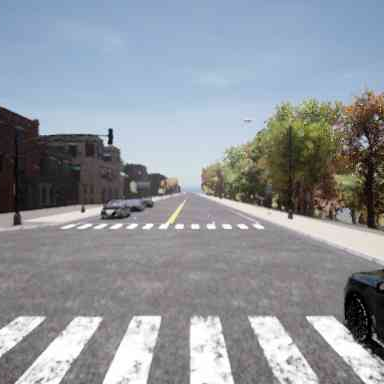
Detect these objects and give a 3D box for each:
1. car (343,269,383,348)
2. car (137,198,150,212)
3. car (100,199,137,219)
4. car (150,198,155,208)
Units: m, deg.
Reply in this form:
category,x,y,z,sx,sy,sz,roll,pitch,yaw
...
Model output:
category,x,y,z,sx,sy,sz,roll,pitch,yaw
car,3.353,1.492,3.477,2.128,1.511,4.902,0,0,0
car,-6.664,1.546,39.222,2.033,1.411,5.357,0,0,0
car,-6.620,1.490,29.407,2.128,1.511,4.902,0,0,2
car,-6.679,1.563,49.201,1.994,1.385,4.181,0,0,1
